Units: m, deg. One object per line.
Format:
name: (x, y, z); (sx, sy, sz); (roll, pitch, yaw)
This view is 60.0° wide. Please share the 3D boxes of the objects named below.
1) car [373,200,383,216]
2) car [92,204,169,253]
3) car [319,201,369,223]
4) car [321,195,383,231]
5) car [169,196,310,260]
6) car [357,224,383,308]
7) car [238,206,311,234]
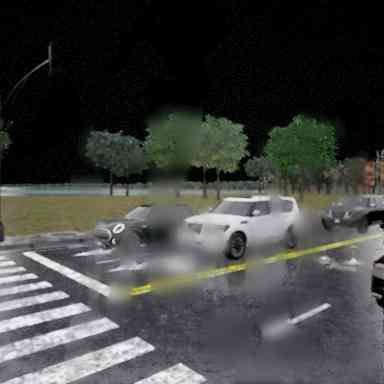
car: (19.559, 1.498, 32.607); (4.674, 1.442, 1.812); (0, 0, -44)
car: (-1.733, 1.292, 13.658); (4.553, 1.767, 2.097); (0, 0, -42)
car: (11.829, 1.486, 25.778); (4.674, 1.442, 1.812); (0, 0, -42)
car: (9.804, 1.196, 19.615); (5.566, 2.045, 2.150); (0, 0, -42)
car: (2.075, 1.185, 12.701); (5.566, 2.045, 2.150); (0, 0, -42)
car: (5.347, 1.496, 6.777); (4.902, 1.511, 2.128); (0, 0, -42)
car: (4.964, 1.551, 19.656); (4.718, 1.301, 1.895); (0, 0, -42)
